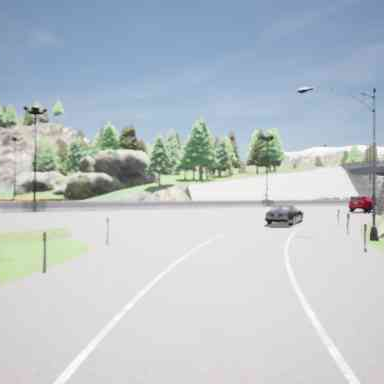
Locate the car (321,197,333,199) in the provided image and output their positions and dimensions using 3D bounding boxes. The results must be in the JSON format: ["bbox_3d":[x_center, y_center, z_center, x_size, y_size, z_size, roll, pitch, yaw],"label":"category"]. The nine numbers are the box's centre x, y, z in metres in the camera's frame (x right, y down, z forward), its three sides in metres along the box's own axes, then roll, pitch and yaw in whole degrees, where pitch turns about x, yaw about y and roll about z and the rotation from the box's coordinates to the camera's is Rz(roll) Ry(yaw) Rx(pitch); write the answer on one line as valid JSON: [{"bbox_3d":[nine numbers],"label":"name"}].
[{"bbox_3d":[35.130,1.993,82.856,4.674,1.442,1.812,0,0,-31],"label":"car"}]

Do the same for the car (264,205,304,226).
[{"bbox_3d":[6.968,1.674,24.821,2.033,1.411,5.357,0,0,29],"label":"car"}]

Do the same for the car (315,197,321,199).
[{"bbox_3d":[33.073,1.988,85.704,4.902,1.511,2.128,0,0,-31],"label":"car"}]

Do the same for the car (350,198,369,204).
[{"bbox_3d":[38.713,2.028,76.842,4.181,1.385,1.994,0,0,-31],"label":"car"}]

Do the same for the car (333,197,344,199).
[{"bbox_3d":[36.921,1.997,79.849,4.902,1.511,2.128,0,0,-31],"label":"car"}]

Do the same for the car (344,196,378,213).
[{"bbox_3d":[21.911,1.492,41.791,5.566,2.045,2.150,0,0,-37],"label":"car"}]
